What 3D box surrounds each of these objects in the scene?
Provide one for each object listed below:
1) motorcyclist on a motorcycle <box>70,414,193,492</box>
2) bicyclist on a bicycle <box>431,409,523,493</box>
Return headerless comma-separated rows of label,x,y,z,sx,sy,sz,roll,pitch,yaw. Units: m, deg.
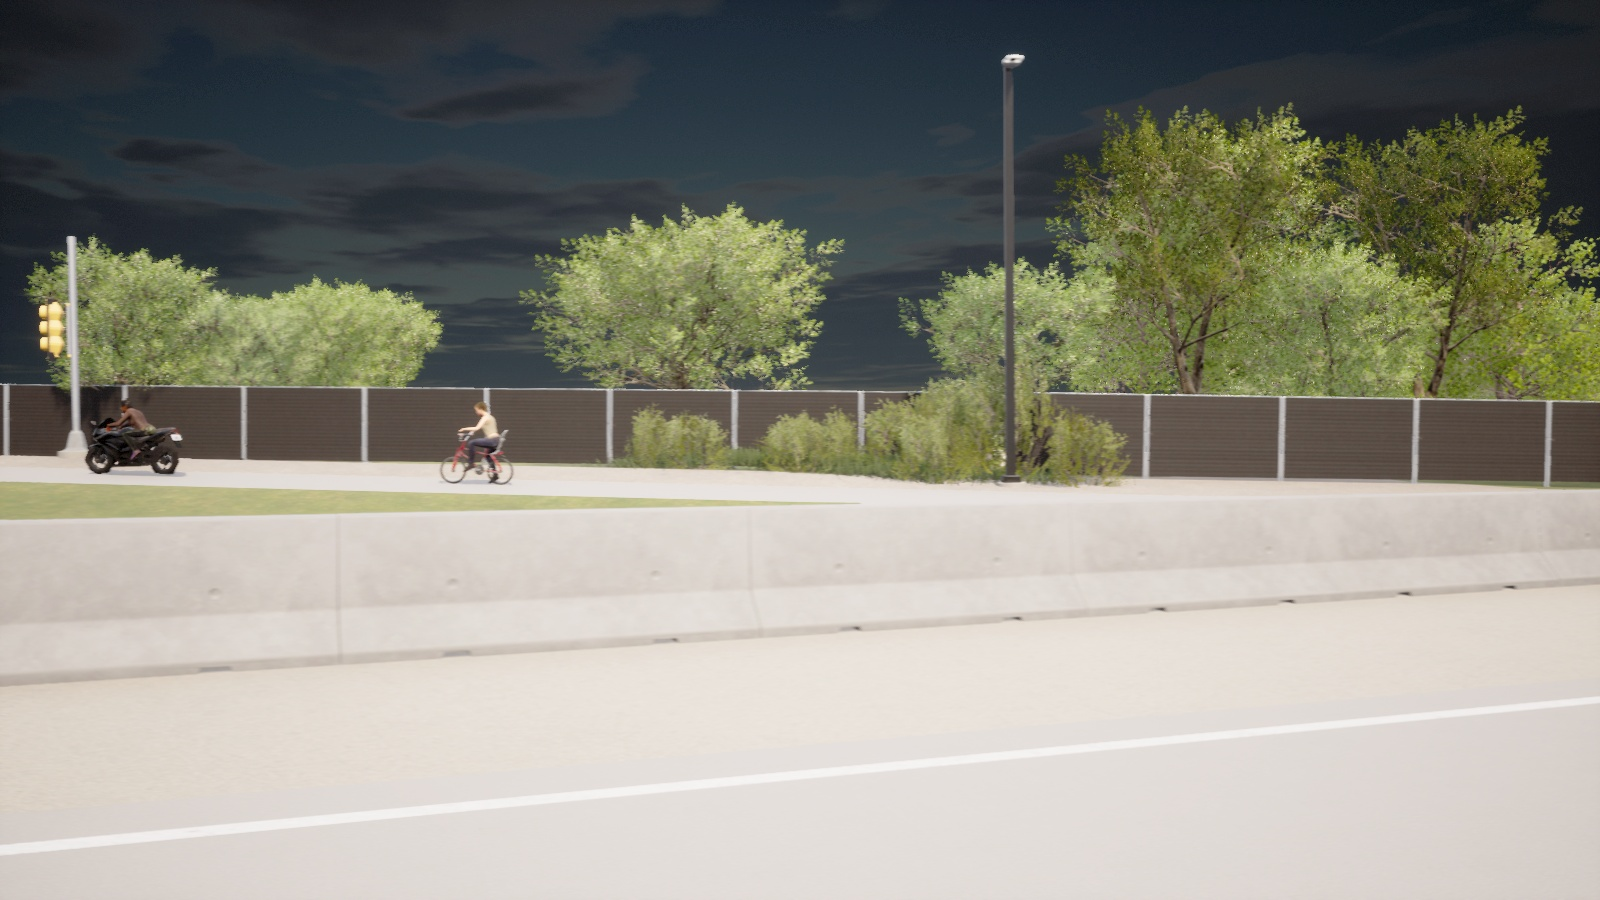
motorcyclist on a motorcycle,-13.450,0.045,25.294,2.044,1.523,0.797,-1,2,6
bicyclist on a bicycle,-6.287,0.005,24.522,1.509,1.612,0.866,0,2,6
